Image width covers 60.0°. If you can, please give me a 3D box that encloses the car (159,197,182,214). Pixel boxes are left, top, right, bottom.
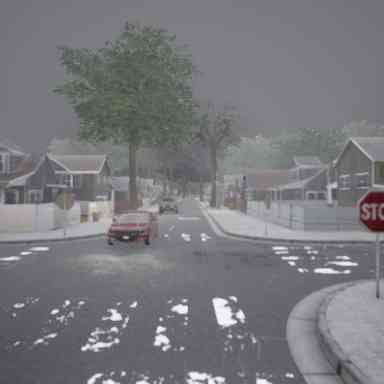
[{"bbox_3d":[-2.737,1.587,40.647,2.150,2.045,5.566,0,0,0],"label":"car"}]

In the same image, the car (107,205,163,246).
[{"bbox_3d":[-2.745,1.633,16.337,1.882,1.535,5.008,0,0,0],"label":"car"}]
